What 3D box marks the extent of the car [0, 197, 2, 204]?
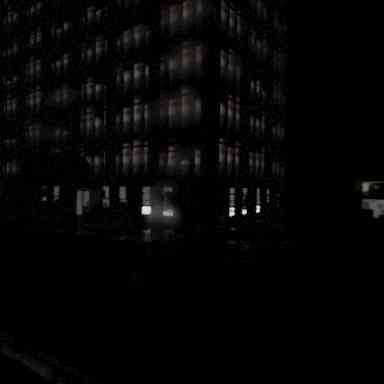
[{"bbox_3d":[-39.763,1.744,68.190,1.967,1.590,4.097,0,0,35],"label":"car"}]
